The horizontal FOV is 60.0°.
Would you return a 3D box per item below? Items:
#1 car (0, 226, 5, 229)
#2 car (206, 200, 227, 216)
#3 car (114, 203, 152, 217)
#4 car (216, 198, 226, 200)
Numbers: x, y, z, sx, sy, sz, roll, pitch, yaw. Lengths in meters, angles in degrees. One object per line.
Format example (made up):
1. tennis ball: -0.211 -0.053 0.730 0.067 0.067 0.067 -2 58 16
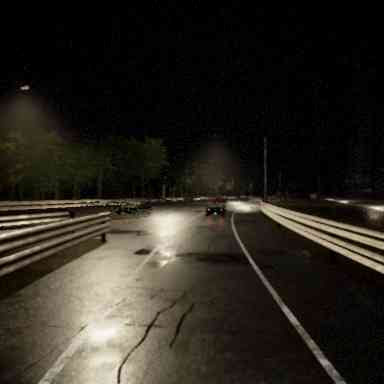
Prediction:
1. car: -11.192 1.516 15.873 1.994 1.385 4.181 0 0 18
2. car: 2.549 1.752 34.084 1.895 1.301 4.718 0 0 8
3. car: -5.616 1.690 32.677 1.895 1.301 4.718 0 0 18
4. car: 5.707 1.888 66.822 1.812 1.442 4.674 0 0 18
